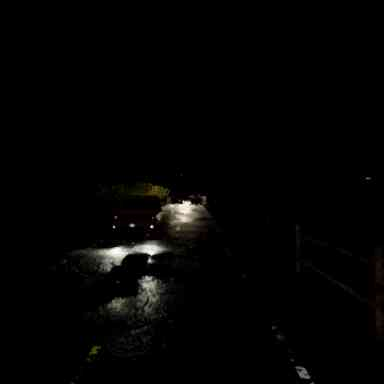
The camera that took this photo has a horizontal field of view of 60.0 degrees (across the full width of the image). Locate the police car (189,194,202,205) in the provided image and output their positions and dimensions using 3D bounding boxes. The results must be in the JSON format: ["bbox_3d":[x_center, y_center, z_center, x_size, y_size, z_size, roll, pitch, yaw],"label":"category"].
[{"bbox_3d":[0.837,1.558,63.727,1.930,1.638,5.238,0,0,0],"label":"police car"}]

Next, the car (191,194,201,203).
[{"bbox_3d":[0.840,1.398,73.648,2.150,2.045,5.566,0,0,0],"label":"car"}]

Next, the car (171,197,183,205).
[{"bbox_3d":[-2.772,1.631,61.013,1.837,1.490,4.892,0,0,1],"label":"car"}]

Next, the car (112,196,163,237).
[{"bbox_3d":[-2.846,1.234,18.596,2.150,2.045,5.566,0,0,0],"label":"car"}]
